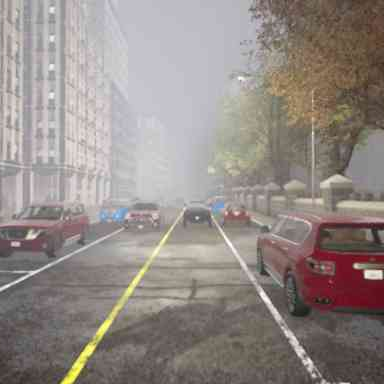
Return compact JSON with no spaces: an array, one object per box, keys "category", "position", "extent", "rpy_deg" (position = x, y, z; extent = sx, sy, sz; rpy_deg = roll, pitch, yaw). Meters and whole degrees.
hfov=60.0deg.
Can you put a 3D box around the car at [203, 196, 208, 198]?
[{"category":"car","position":[0.583,1.601,41.270],"extent":[2.033,1.411,5.357],"rpy_deg":[0,0,1]}]

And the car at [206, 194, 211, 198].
[{"category":"car","position":[3.239,1.497,45.746],"extent":[1.967,1.590,4.097],"rpy_deg":[1,0,1]}]

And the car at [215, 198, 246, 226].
[{"category":"car","position":[2.966,1.478,23.833],"extent":[1.967,1.590,4.097],"rpy_deg":[1,0,1]}]

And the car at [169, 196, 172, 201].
[{"category":"car","position":[-5.005,1.497,56.829],"extent":[1.967,1.590,4.097],"rpy_deg":[1,0,1]}]

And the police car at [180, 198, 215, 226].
[{"category":"police car","position":[0.365,1.462,23.695],"extent":[1.930,1.638,5.238],"rpy_deg":[0,0,1]}]

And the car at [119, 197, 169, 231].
[{"category":"car","position":[-2.868,1.384,20.954],"extent":[2.097,1.767,4.553],"rpy_deg":[0,0,1]}]

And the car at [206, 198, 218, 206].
[{"category":"car","position":[3.373,1.643,56.703],"extent":[1.802,1.307,4.206],"rpy_deg":[1,0,1]}]

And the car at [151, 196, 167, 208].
[{"category":"car","position":[-5.073,1.496,51.355],"extent":[1.967,1.590,4.097],"rpy_deg":[1,0,1]}]

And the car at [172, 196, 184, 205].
[{"category":"car","position":[-2.305,1.562,61.296],"extent":[1.837,1.490,4.892],"rpy_deg":[0,0,1]}]

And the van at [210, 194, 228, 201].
[{"category":"van","position":[3.103,1.391,34.790],"extent":[1.690,1.788,3.998],"rpy_deg":[1,0,1]}]

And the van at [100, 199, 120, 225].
[{"category":"van","position":[-5.412,1.375,23.985],"extent":[1.690,1.788,3.998],"rpy_deg":[1,0,1]}]

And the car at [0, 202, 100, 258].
[{"category":"car","position":[-5.548,1.335,13.037],"extent":[2.192,1.841,5.009],"rpy_deg":[1,0,1]}]

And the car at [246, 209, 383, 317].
[{"category":"car","position":[2.763,1.330,7.399],"extent":[2.192,1.841,5.009],"rpy_deg":[1,0,1]}]

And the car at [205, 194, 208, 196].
[{"category":"car","position":[3.580,1.374,73.138],"extent":[2.192,1.841,5.009],"rpy_deg":[1,0,1]}]

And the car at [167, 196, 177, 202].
[{"category":"car","position":[-4.734,1.604,78.724],"extent":[2.008,1.369,4.403],"rpy_deg":[1,0,1]}]

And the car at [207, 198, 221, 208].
[{"category":"car","position":[3.305,1.625,51.225],"extent":[1.947,1.339,4.313],"rpy_deg":[1,0,1]}]
